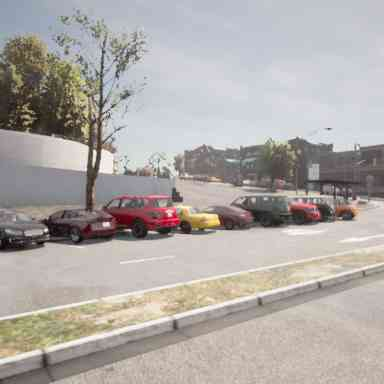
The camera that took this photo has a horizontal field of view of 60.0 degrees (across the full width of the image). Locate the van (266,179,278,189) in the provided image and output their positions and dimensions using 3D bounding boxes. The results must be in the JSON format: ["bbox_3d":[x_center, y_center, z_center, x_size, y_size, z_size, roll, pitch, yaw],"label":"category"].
[{"bbox_3d":[17.779,-1.497,68.917,1.878,1.987,4.442,7,4,35],"label":"van"}]

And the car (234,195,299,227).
[{"bbox_3d":[4.061,1.261,23.087,5.566,2.045,2.435,-1,-1,35],"label":"car"}]

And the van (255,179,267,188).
[{"bbox_3d":[16.051,-1.771,71.389,1.878,1.987,4.442,7,4,35],"label":"van"}]

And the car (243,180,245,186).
[{"bbox_3d":[12.649,-2.050,76.443,2.002,1.452,4.674,7,4,35],"label":"car"}]

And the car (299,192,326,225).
[{"bbox_3d":[6.575,1.265,24.790,5.566,2.045,2.435,-1,-1,35],"label":"car"}]

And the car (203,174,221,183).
[{"bbox_3d":[5.807,-3.183,86.419,1.946,1.575,5.366,7,3,34],"label":"car"}]

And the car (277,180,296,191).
[{"bbox_3d":[19.537,-0.999,66.553,2.231,1.521,4.892,7,3,35],"label":"car"}]

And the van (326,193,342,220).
[{"bbox_3d":[9.115,1.294,26.459,4.442,1.987,1.878,-1,-1,35],"label":"van"}]

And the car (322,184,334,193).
[{"bbox_3d":[24.743,-0.433,59.164,2.435,2.045,5.566,7,3,35],"label":"car"}]

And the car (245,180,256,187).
[{"bbox_3d":[14.479,-1.819,74.121,1.946,1.575,5.366,7,3,35],"label":"car"}]

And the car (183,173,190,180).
[{"bbox_3d":[0.436,-4.092,93.618,2.185,1.767,4.553,4,1,34],"label":"car"}]

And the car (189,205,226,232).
[{"bbox_3d":[-0.975,1.502,19.705,5.366,1.575,1.946,-1,-1,35],"label":"car"}]

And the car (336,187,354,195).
[{"bbox_3d":[26.433,0.130,56.691,2.002,1.452,4.674,7,3,35],"label":"car"}]

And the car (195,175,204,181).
[{"bbox_3d":[3.957,-3.705,88.680,2.435,2.045,5.566,7,3,34],"label":"car"}]

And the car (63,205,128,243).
[{"bbox_3d":[-5.742,1.524,16.135,4.792,1.488,2.163,-1,-1,35],"label":"car"}]

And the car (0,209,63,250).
[{"bbox_3d":[-8.163,1.493,14.390,4.892,1.521,2.231,-1,-1,35],"label":"car"}]

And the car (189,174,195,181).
[{"bbox_3d":[2.165,-3.857,91.147,2.185,1.767,4.553,6,3,34],"label":"car"}]

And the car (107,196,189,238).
[{"bbox_3d":[-3.296,1.247,17.879,5.566,2.045,2.435,-1,-1,35],"label":"car"}]

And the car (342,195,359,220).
[{"bbox_3d":[11.525,1.400,28.207,4.553,1.767,2.185,-1,-1,35],"label":"car"}]

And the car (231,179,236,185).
[{"bbox_3d":[10.908,-2.324,78.906,2.002,1.452,4.674,7,3,35],"label":"car"}]

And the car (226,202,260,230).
[{"bbox_3d":[1.632,1.547,21.331,4.674,1.452,2.002,-1,-1,35],"label":"car"}]
